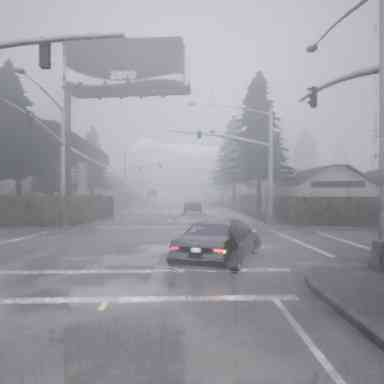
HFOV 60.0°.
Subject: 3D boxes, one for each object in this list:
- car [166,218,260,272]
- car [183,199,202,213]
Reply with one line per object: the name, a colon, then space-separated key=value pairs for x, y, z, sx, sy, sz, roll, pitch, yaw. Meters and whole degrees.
car: x=0.938 y=1.565 z=10.902 sx=2.033 sy=1.411 sz=5.357 roll=0 pitch=-1 yaw=19
car: x=0.086 y=1.489 z=36.640 sx=1.882 sy=1.535 sz=5.008 roll=0 pitch=0 yaw=0
